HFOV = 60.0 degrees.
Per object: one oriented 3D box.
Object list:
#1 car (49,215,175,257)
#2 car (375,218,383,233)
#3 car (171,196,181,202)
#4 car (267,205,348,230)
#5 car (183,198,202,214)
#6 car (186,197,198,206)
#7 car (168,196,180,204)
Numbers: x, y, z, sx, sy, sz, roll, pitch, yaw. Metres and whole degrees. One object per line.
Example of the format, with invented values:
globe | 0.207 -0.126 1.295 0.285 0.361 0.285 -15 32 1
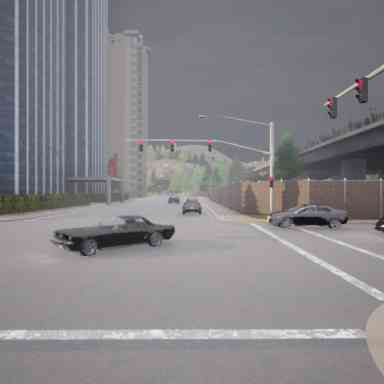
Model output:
car | -3.041 1.625 13.270 4.718 1.301 1.895 0 0 -42
car | 12.035 1.619 17.510 4.181 1.385 1.994 0 0 0
car | -3.628 1.540 74.499 2.033 1.411 5.357 0 0 0
car | 7.250 1.544 20.994 4.902 1.511 2.128 0 0 0
car | 0.007 1.564 35.708 1.994 1.385 4.181 0 0 0
car | 0.001 1.601 56.452 1.895 1.301 4.718 0 0 0
car | -3.513 1.478 64.282 1.882 1.535 5.008 0 0 0
